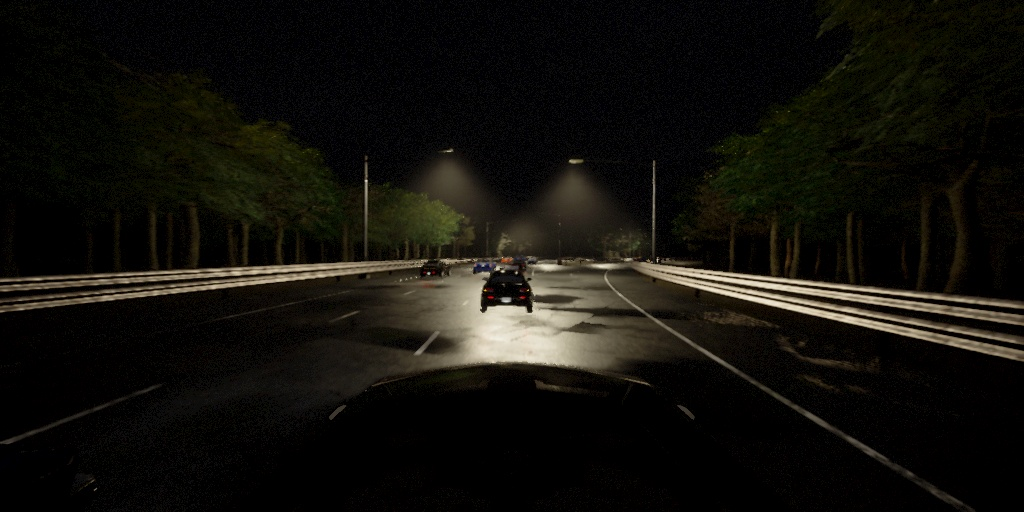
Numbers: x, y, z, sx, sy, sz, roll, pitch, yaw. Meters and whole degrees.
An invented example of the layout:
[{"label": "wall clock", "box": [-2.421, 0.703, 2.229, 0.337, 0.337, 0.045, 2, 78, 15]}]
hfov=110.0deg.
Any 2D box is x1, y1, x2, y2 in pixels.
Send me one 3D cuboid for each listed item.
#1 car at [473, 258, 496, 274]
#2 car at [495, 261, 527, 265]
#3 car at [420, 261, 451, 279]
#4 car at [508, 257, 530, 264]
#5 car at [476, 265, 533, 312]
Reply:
[{"label": "car", "box": [-2.869, 1.027, 39.059, 2.097, 1.767, 4.553, 0, 0, 3]}, {"label": "car", "box": [0.002, 1.287, 26.715, 1.994, 1.385, 4.181, 0, 0, 2]}, {"label": "car", "box": [-6.769, 1.176, 32.070, 1.837, 1.490, 4.892, 0, 0, 3]}, {"label": "car", "box": [0.940, 1.199, 45.376, 1.812, 1.442, 4.674, 0, 0, 4]}, {"label": "car", "box": [-0.185, 1.269, 14.059, 1.812, 1.442, 4.674, 0, 0, 0]}]
